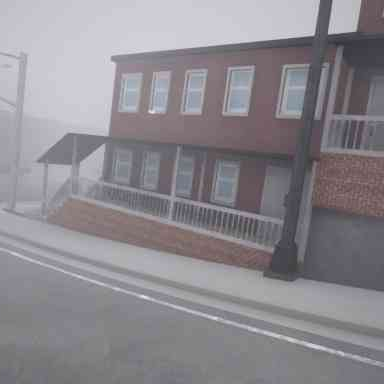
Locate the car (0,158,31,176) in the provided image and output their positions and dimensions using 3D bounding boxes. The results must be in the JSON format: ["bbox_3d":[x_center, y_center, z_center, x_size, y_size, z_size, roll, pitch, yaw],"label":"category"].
[{"bbox_3d":[-18.598,-2.391,32.805,1.895,1.301,4.718,11,6,34],"label":"car"}]

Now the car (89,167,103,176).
[{"bbox_3d":[-12.284,-2.944,47.490,1.895,1.301,4.718,11,7,35],"label":"car"}]
